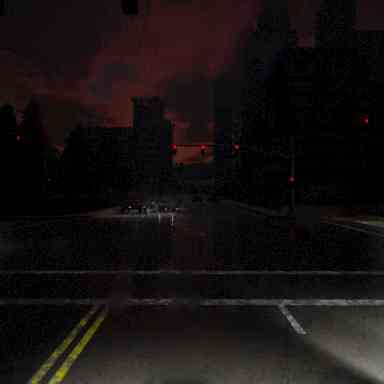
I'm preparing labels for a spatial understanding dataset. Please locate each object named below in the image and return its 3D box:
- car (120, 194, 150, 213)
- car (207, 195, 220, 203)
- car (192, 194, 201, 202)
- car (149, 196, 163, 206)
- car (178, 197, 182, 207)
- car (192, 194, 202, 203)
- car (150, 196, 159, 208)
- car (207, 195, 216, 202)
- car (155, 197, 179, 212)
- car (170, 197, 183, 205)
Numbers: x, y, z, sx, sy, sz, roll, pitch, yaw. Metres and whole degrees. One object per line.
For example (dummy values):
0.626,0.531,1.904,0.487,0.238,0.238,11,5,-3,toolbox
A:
-6.386,1.221,37.064,2.150,2.045,5.566,0,0,1,car
4.589,1.547,67.299,2.033,1.411,5.357,0,0,1,car
1.071,1.355,76.915,2.097,1.767,4.553,0,0,1,car
-6.193,1.505,57.004,1.837,1.490,4.892,0,0,0,car
-2.785,1.564,47.976,1.994,1.385,4.181,0,0,1,car
1.094,1.564,68.307,1.994,1.385,4.181,0,0,1,car
-6.295,1.491,46.945,2.128,1.511,4.902,0,0,1,car
4.573,1.478,77.121,1.882,1.535,5.008,0,0,1,car
-2.866,1.601,39.174,1.895,1.301,4.718,0,0,1,car
-2.675,1.547,58.300,2.033,1.411,5.357,0,0,1,car
